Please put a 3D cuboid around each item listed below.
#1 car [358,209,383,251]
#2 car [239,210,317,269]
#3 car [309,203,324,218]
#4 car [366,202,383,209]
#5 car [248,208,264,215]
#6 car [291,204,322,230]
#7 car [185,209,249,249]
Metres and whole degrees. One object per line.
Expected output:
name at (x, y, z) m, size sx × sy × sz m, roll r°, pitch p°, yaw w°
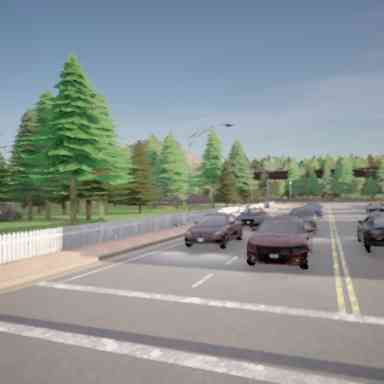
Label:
car at (8.257, 1.657, 14.264) m, size 1.812 × 1.442 × 4.674 m, roll -1°, pitch -1°, yaw 22°
car at (3.329, 1.631, 12.048) m, size 1.882 × 1.535 × 5.008 m, roll -1°, pitch -1°, yaw 22°
car at (12.747, 1.916, 34.924) m, size 1.882 × 1.535 × 5.008 m, roll -1°, pitch -1°, yaw 22°
car at (23.667, 1.997, 42.967) m, size 1.895 × 1.301 × 4.718 m, roll -1°, pitch -1°, yaw 22°
car at (4.561, 1.890, 24.320) m, size 1.994 × 1.385 × 4.181 m, roll -1°, pitch -1°, yaw 22°
car at (6.924, 1.751, 20.857) m, size 1.837 × 1.490 × 4.892 m, roll -1°, pitch -1°, yaw 22°
car at (1.227, 1.764, 16.113) m, size 1.812 × 1.442 × 4.674 m, roll -1°, pitch -1°, yaw 22°
